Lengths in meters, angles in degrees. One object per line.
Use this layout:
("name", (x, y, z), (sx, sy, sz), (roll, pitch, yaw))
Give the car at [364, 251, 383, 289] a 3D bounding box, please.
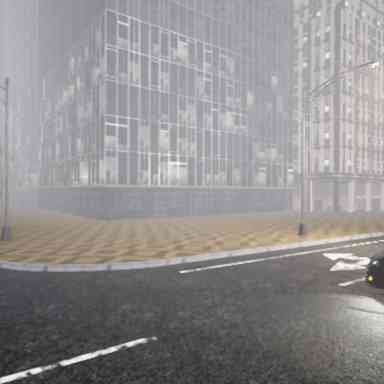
("car", (5.998, 1.638, 7.977), (4.181, 1.385, 1.994), (1, 0, -36))
